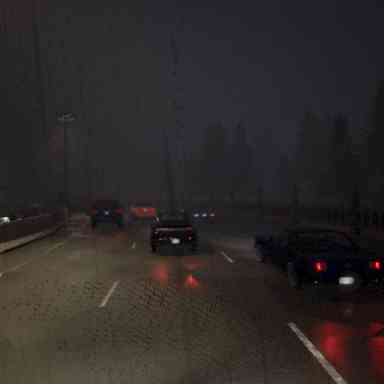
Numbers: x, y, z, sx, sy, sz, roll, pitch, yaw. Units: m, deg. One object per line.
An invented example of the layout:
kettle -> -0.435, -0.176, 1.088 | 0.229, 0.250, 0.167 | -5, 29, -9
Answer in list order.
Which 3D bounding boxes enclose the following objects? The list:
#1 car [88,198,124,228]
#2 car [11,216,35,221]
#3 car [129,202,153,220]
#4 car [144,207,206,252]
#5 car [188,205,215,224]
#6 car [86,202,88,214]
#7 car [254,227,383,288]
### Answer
car -> -6.405, 1.545, 25.283 | 2.150, 2.045, 5.566 | -1, 0, -13
car -> -15.461, 1.975, 30.801 | 2.128, 1.511, 4.902 | 0, -1, -19
car -> -4.943, 1.729, 32.897 | 2.097, 1.767, 4.553 | -1, -1, -17
car -> -0.926, 1.647, 14.874 | 2.128, 1.511, 4.902 | -1, -1, -7
car -> 0.322, 1.808, 27.362 | 2.033, 1.411, 5.357 | -1, -1, -14
car -> -12.104, 1.775, 42.141 | 2.150, 2.045, 5.566 | 0, 0, -23
car -> 3.193, 1.655, 9.434 | 1.895, 1.301, 4.718 | -1, -1, -4
